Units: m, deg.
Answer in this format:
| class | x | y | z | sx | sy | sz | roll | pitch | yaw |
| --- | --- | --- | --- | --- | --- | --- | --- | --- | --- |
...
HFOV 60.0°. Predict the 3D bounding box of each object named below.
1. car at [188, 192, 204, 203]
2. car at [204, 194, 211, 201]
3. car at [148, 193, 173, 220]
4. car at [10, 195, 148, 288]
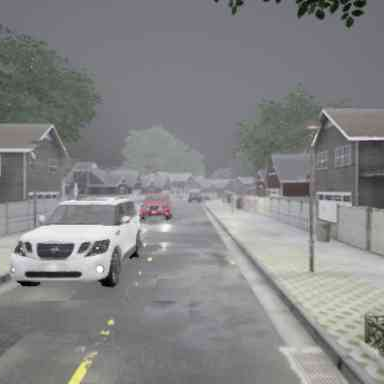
| class | x | y | z | sx | sy | sz | roll | pitch | yaw |
| --- | --- | --- | --- | --- | --- | --- | --- | --- | --- |
| car | 0.568 | 0.981 | 63.088 | 2.150 | 2.045 | 5.566 | 0 | 0 | 7 |
| car | 2.610 | 1.199 | 73.407 | 2.033 | 1.411 | 5.357 | 0 | 0 | 18 |
| car | -2.744 | 1.117 | 26.901 | 2.150 | 2.045 | 5.566 | 0 | 0 | 0 |
| car | -2.816 | 1.184 | 9.503 | 2.150 | 2.045 | 5.566 | 0 | 0 | 0 |
